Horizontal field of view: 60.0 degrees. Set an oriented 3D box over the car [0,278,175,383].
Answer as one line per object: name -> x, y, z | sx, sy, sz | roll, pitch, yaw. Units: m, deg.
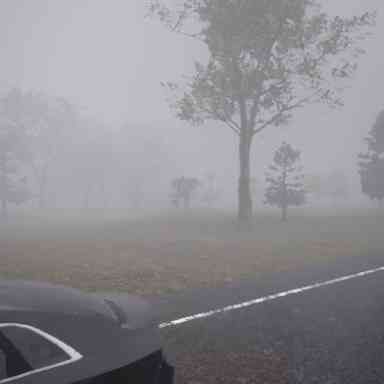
car -> -2.427, 1.497, 2.147 | 4.892, 1.490, 1.837 | 1, 0, -36
